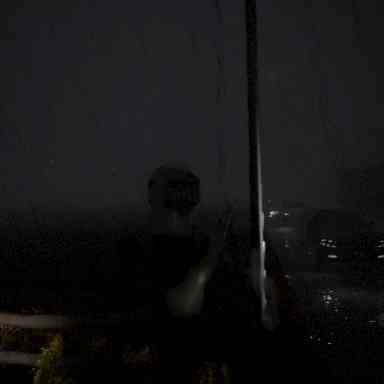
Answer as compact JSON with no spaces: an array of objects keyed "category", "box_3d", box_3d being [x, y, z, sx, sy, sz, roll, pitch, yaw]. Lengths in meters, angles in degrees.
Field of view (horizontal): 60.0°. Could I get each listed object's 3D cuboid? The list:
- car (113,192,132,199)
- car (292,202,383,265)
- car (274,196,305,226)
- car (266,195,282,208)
[{"category":"car","box_3d":[-17.332,1.014,82.994,4.611,1.667,2.242,-2,1,9]},{"category":"car","box_3d":[4.783,1.298,11.168,1.882,1.535,5.008,-2,0,10]},{"category":"car","box_3d":[6.430,1.203,20.883,1.812,1.442,4.674,-2,1,10]},{"category":"car","box_3d":[9.198,0.966,36.741,1.895,1.301,4.718,-2,1,10]}]
